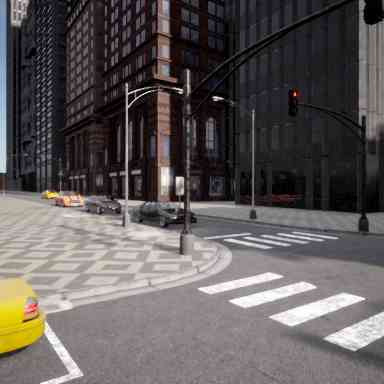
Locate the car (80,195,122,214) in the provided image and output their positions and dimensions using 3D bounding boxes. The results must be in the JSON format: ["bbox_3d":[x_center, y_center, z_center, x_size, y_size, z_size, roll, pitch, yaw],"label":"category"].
[{"bbox_3d":[-7.585,1.013,28.209,1.837,1.490,4.892,0,1,-36],"label":"car"}]

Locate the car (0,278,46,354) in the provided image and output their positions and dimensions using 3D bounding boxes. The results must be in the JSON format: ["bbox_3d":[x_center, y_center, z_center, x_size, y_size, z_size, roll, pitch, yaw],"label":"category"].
[{"bbox_3d":[-4.267,1.525,3.606,4.829,1.417,1.752,0,0,-35],"label":"car"}]

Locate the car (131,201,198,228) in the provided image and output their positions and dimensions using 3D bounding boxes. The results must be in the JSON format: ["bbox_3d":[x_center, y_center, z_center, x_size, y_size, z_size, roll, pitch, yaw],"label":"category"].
[{"bbox_3d":[-1.873,1.237,20.263,2.033,1.411,5.357,0,1,-36],"label":"car"}]

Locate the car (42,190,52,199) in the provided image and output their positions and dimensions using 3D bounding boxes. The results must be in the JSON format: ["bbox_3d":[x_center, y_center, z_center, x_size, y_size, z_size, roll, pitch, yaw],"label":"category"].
[{"bbox_3d":[-24.387,0.422,57.045,1.882,1.535,5.008,0,1,-35],"label":"car"}]

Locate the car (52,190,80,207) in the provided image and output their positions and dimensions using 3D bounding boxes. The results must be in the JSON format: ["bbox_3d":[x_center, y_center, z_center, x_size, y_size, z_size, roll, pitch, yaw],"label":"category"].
[{"bbox_3d":[-13.431,0.681,36.347,2.097,1.767,4.553,0,1,-35],"label":"car"}]
